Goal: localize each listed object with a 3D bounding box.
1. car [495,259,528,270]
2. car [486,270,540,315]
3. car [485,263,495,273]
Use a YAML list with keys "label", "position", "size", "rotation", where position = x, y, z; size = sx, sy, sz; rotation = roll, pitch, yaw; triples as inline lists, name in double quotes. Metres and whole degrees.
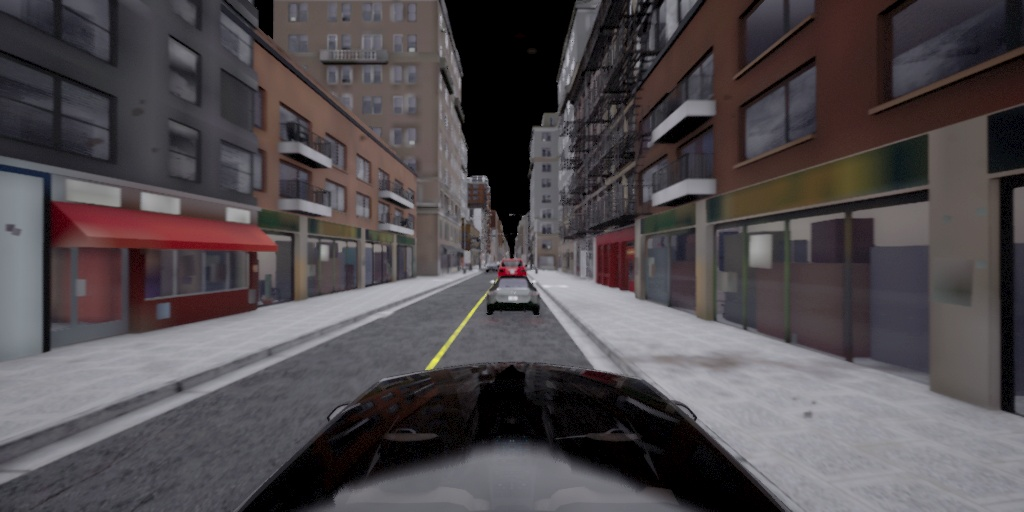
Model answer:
- label: "car"
  position: [0.051, 1.239, 28.084]
  size: [2.150, 2.045, 5.566]
  rotation: [0, 0, 1]
- label: "car"
  position: [0.055, 1.439, 14.321]
  size: [1.994, 1.385, 4.181]
  rotation: [0, 0, 0]
- label: "car"
  position: [-2.994, 1.821, 54.875]
  size: [2.033, 1.411, 5.357]
  rotation: [0, -1, 0]
